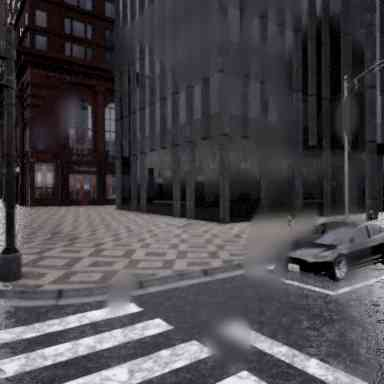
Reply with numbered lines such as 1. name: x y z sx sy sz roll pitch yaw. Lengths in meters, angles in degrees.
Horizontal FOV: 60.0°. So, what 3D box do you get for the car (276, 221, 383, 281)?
1. car: 4.371 1.545 9.748 4.313 1.339 1.947 0 0 -35
